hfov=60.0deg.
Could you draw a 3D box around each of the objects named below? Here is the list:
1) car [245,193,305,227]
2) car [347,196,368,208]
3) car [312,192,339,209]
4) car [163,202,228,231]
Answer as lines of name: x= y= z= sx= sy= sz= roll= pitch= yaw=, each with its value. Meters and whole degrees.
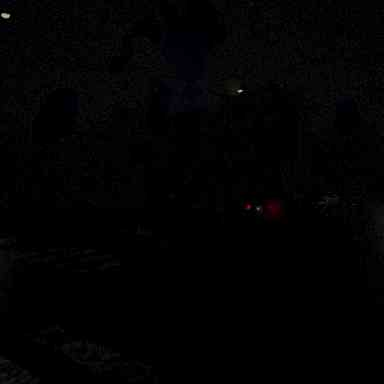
car: x=5.453 y=1.060 z=21.441 sx=2.150 sy=2.045 sz=5.566 roll=0 pitch=0 yaw=36
car: x=21.860 y=1.330 z=43.916 sx=1.837 sy=1.490 sz=4.892 roll=0 pitch=0 yaw=36
car: x=16.973 y=1.030 z=42.127 sx=2.150 sy=2.045 sz=5.566 roll=0 pitch=0 yaw=37
car: x=0.333 y=1.355 z=19.430 sx=1.837 sy=1.490 sz=4.892 roll=0 pitch=0 yaw=36
